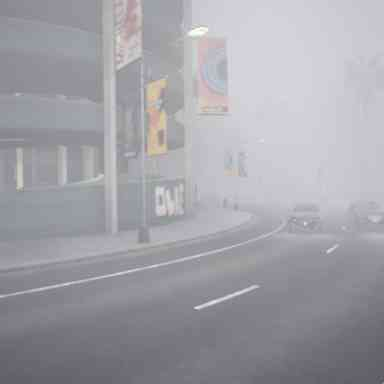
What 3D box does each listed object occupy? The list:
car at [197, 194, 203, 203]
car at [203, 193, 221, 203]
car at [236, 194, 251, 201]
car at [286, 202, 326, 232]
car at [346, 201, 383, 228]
[{"bbox_3d":[-0.051,1.462,64.159,1.812,1.442,4.674,-1,0,-21],"label":"car"},{"bbox_3d":[3.583,1.160,64.443,2.150,2.045,5.566,-1,0,-21],"label":"car"},{"bbox_3d":[11.157,1.228,72.894,2.231,1.521,4.892,-1,0,-21],"label":"car"},{"bbox_3d":[6.765,1.390,19.596,1.837,1.490,4.892,0,0,21],"label":"car"},{"bbox_3d":[10.866,1.321,20.728,2.128,1.511,4.902,-1,0,17],"label":"car"}]
